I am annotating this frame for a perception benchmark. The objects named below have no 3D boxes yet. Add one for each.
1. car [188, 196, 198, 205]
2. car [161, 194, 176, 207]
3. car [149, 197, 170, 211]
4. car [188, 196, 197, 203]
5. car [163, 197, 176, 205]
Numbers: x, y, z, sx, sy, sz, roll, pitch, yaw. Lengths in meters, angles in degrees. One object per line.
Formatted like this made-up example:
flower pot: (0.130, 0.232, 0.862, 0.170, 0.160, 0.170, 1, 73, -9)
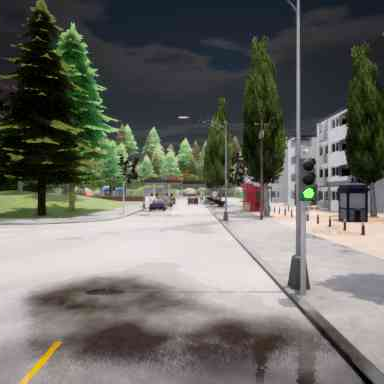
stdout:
car: (0.178, 1.477, 61.188, 1.882, 1.535, 5.008, 0, 0, 0)
car: (-4.039, 1.352, 50.337, 2.097, 1.767, 4.553, 0, 0, 0)
car: (-4.062, 1.601, 40.443, 1.895, 1.301, 4.718, 0, 0, 0)
car: (0.119, 1.728, 73.692, 1.812, 1.442, 4.674, 0, 0, 0)
car: (-3.985, 1.564, 60.293, 1.994, 1.385, 4.181, 0, 0, 1)
